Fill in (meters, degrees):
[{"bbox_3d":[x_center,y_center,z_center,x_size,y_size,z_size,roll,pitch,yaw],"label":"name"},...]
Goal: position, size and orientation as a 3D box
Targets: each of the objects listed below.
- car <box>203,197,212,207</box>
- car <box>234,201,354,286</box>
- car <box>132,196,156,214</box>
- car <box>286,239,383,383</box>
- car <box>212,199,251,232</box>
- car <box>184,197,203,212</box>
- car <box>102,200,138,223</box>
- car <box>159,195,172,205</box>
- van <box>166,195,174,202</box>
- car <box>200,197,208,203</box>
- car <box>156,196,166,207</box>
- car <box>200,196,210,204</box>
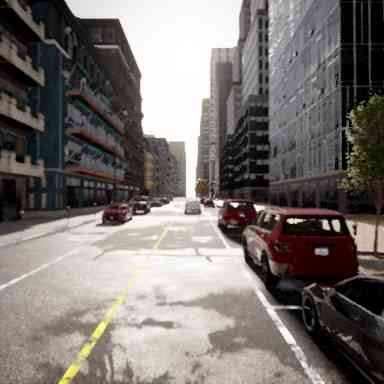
[{"bbox_3d":[2.658,1.725,53.496,1.802,1.307,4.206,1,0,0],"label":"car"},{"bbox_3d":[2.696,1.330,9.313,2.192,1.841,5.009,1,0,0],"label":"car"},{"bbox_3d":[-5.706,1.396,36.922,2.192,1.841,5.009,1,0,0],"label":"car"},{"bbox_3d":[2.697,1.572,3.789,1.947,1.339,4.313,1,0,0],"label":"car"},{"bbox_3d":[2.687,1.351,20.359,2.192,1.841,5.009,1,0,0],"label":"car"},{"bbox_3d":[0.071,1.615,39.655,1.812,1.442,4.674,0,0,0],"label":"car"},{"bbox_3d":[-5.700,1.593,25.875,1.887,1.381,4.507,1,0,0],"label":"car"},{"bbox_3d":[-5.733,1.505,64.538,2.192,1.841,5.009,1,0,0],"label":"car"},{"bbox_3d":[-5.725,1.646,86.631,1.690,1.788,3.998,1,0,0],"label":"van"},{"bbox_3d":[2.650,1.769,75.760,1.752,1.417,4.829,1,0,0],"label":"car"},{"bbox_3d":[-5.723,1.709,53.491,1.947,1.339,4.313,1,0,0],"label":"car"},{"bbox_3d":[2.653,1.656,70.066,1.967,1.590,4.097,1,0,0],"label":"car"}]
